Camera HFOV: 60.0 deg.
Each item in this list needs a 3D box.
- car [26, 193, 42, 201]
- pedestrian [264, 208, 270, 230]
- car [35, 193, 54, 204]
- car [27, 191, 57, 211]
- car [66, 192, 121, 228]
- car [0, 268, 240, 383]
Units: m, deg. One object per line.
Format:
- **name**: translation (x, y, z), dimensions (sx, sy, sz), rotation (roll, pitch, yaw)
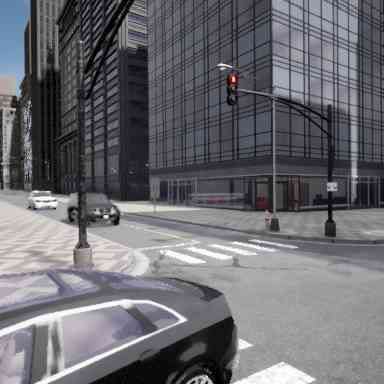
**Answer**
- **car**: translation (-28.413, 0.923, 59.679), dimensions (1.895, 1.301, 4.718), rotation (-1, 1, -34)
- **pedestrian**: translation (3.906, 1.374, 17.249), dimensions (0.500, 1.100, 0.500), rotation (0, 0, -34)
- **car**: translation (-22.851, 0.953, 51.446), dimensions (1.837, 1.490, 4.892), rotation (-1, 1, -34)
- **car**: translation (-16.149, 0.896, 35.830), dimensions (2.150, 2.045, 5.566), rotation (-1, 1, -34)
- **car**: translation (-6.524, 1.062, 21.552), dimensions (2.150, 2.045, 5.566), rotation (-1, 1, -34)
- **car**: translation (-1.600, 1.491, 2.456), dimensions (2.128, 1.511, 4.902), rotation (1, 1, 43)
